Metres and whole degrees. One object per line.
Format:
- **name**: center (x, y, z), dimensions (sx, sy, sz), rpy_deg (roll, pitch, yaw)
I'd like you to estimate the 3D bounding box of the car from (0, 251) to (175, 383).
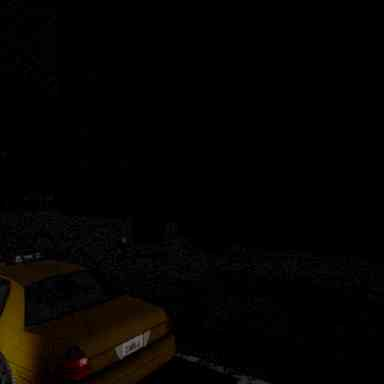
- **car**: center (-2.477, 1.524, 4.726), dimensions (4.829, 1.417, 1.752), rpy_deg (0, 0, 35)
